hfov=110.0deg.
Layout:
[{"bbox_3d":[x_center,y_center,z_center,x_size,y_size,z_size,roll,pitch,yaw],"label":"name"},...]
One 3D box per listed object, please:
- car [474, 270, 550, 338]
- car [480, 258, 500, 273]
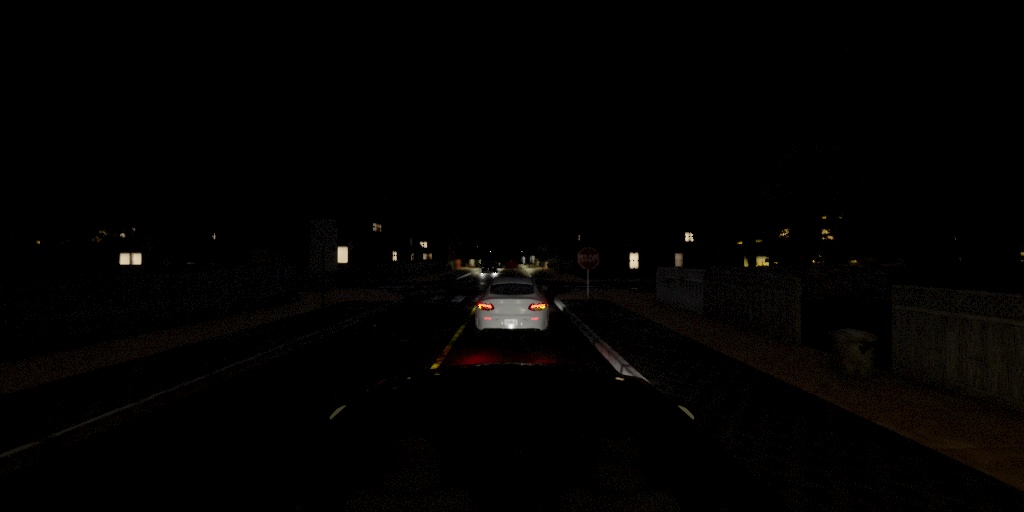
[{"bbox_3d":[0.042,1.280,10.111,1.812,1.442,4.674,0,0,2],"label":"car"},{"bbox_3d":[-2.928,1.359,46.379,1.837,1.490,4.892,0,0,0],"label":"car"}]
